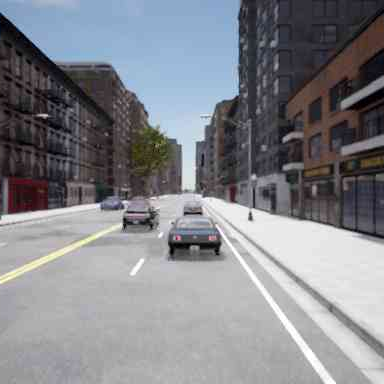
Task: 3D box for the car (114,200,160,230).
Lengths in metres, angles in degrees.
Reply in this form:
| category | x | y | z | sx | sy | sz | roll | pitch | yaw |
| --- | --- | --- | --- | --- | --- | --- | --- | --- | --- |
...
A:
| category | x | y | z | sx | sy | sz | roll | pitch | yaw |
| --- | --- | --- | --- | --- | --- | --- | --- | --- | --- |
| car | -3.159 | 1.487 | 21.166 | 2.128 | 1.511 | 4.902 | 0 | 0 | 0 |

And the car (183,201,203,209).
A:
| category | x | y | z | sx | sy | sz | roll | pitch | yaw |
| --- | --- | --- | --- | --- | --- | --- | --- | --- | --- |
| car | 0.089 | 1.548 | 31.352 | 2.033 | 1.411 | 5.357 | 0 | 0 | 0 |

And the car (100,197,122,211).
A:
| category | x | y | z | sx | sy | sz | roll | pitch | yaw |
| --- | --- | --- | --- | --- | --- | --- | --- | --- | --- |
| car | -9.851 | 1.360 | 41.111 | 2.097 | 1.767 | 4.553 | 0 | 0 | 0 |

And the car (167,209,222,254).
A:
| category | x | y | z | sx | sy | sz | roll | pitch | yaw |
| --- | --- | --- | --- | --- | --- | --- | --- | --- | --- |
| car | 0.094 | 1.597 | 13.450 | 1.895 | 1.301 | 4.718 | 0 | 0 | 0 |

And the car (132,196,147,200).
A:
| category | x | y | z | sx | sy | sz | roll | pitch | yaw |
| --- | --- | --- | --- | --- | --- | --- | --- | --- | --- |
| car | -6.602 | 1.361 | 41.116 | 2.097 | 1.767 | 4.553 | 0 | 0 | 0 |
